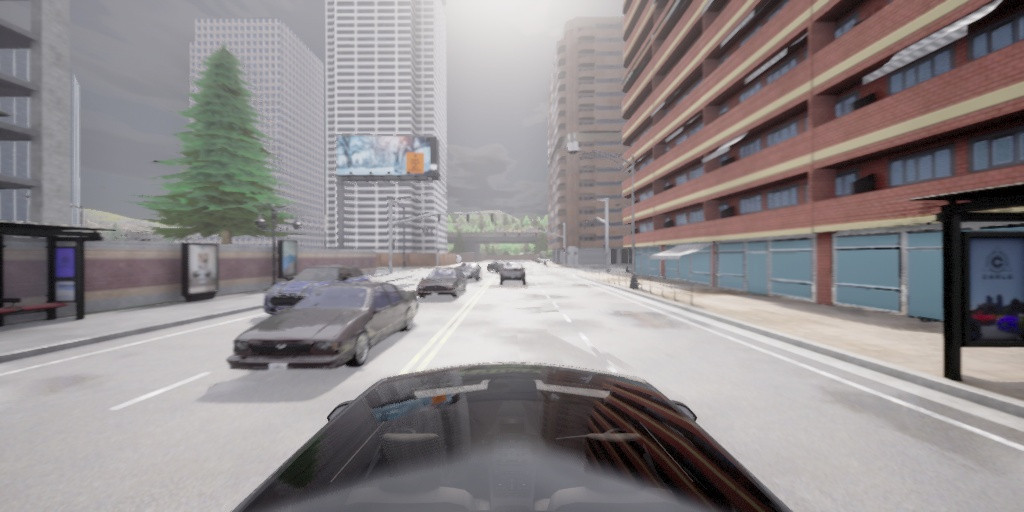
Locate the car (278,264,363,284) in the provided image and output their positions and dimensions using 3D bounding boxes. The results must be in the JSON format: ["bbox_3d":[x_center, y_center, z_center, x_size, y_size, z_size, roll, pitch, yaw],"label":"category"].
[{"bbox_3d":[-7.086,1.133,13.607,2.097,1.767,4.553,0,0,0],"label":"car"}]

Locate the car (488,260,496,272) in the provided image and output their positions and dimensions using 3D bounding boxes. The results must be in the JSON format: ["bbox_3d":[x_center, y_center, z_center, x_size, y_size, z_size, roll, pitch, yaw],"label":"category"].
[{"bbox_3d":[-1.653,1.255,43.419,2.128,1.511,4.902,0,0,-21],"label":"car"}]

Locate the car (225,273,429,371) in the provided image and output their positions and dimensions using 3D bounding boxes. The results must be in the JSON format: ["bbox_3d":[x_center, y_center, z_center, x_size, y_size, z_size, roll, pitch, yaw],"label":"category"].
[{"bbox_3d":[-3.600,1.312,8.180,2.033,1.411,5.357,0,0,0],"label":"car"}]

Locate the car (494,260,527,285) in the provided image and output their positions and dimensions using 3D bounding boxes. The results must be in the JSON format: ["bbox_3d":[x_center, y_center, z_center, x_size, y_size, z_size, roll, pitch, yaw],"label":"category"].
[{"bbox_3d":[0.079,1.244,26.485,2.128,1.511,4.902,0,0,1],"label":"car"}]

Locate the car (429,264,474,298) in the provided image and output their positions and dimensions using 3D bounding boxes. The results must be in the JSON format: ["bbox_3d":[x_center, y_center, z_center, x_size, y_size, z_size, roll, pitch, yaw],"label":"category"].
[{"bbox_3d":[-3.486,1.335,18.869,2.033,1.411,5.357,0,0,0],"label":"car"}]

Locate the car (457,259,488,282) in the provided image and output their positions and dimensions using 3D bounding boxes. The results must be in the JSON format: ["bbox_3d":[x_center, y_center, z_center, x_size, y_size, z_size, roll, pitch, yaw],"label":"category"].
[{"bbox_3d":[-3.478,1.262,29.548,2.128,1.511,4.902,0,0,0],"label":"car"}]
